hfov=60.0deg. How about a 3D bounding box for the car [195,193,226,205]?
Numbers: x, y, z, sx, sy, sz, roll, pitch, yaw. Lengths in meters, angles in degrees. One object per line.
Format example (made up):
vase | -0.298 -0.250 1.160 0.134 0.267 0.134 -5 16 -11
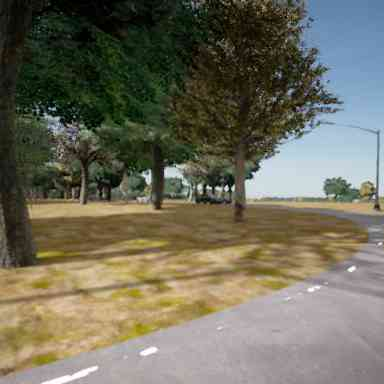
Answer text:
car | 3.123 1.302 63.117 5.566 2.045 2.150 0 -2 44

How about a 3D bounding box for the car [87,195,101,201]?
car | -25.161 1.574 84.303 4.902 1.511 2.128 0 -2 34

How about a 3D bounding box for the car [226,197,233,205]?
car | 5.816 1.718 66.164 4.892 1.490 1.837 0 -2 43

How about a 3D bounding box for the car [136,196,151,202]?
car | -10.499 1.538 75.652 4.674 1.442 1.812 0 -2 29
